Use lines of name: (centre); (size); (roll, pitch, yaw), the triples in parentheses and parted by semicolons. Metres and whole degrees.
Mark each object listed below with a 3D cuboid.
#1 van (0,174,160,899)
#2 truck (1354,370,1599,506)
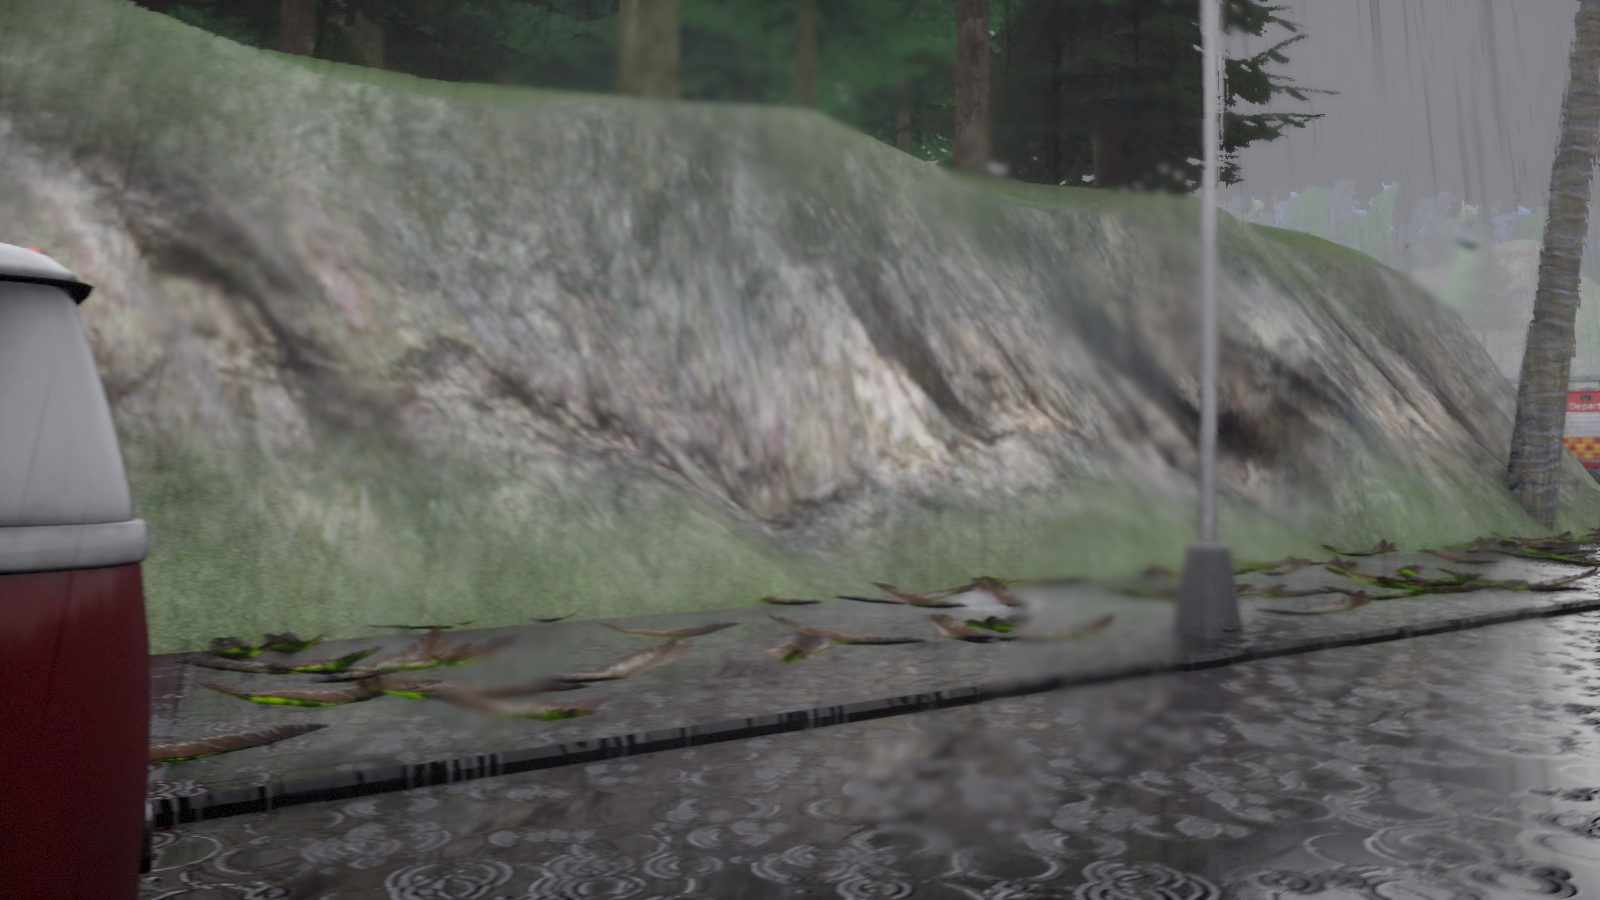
van: (-3.530, 0.508, 1.811); (4.442, 1.987, 1.775); (0, 0, -35)
truck: (21.959, -0.332, 38.870); (2.891, 3.827, 8.468); (0, 0, -36)
